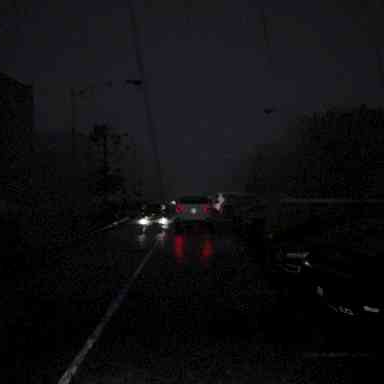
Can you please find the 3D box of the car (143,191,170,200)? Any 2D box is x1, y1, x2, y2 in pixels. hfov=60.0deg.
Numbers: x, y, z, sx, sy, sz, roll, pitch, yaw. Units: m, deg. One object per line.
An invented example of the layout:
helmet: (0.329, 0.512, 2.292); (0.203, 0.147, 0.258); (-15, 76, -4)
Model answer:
car: (-7.667, 0.764, 72.561); (5.566, 2.045, 2.435); (0, 1, 0)

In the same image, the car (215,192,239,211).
car: (4.671, 1.063, 30.915); (5.566, 2.045, 2.435); (0, 0, 0)

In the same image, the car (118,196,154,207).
car: (-7.687, 1.272, 46.095); (4.674, 1.452, 2.002); (0, 0, 0)

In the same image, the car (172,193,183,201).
car: (-3.015, 1.097, 70.025); (2.128, 1.511, 4.902); (0, 1, 0)

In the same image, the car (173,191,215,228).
car: (0.096, 1.106, 21.407); (2.150, 2.045, 5.566); (0, 0, 0)

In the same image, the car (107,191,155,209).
car: (-7.717, 1.011, 40.342); (5.566, 2.045, 2.435); (0, 0, 0)

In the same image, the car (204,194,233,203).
car: (4.632, 1.165, 58.976); (4.892, 1.521, 2.231); (0, 0, 0)

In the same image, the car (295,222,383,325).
car: (4.643, 1.450, 5.773); (4.892, 1.521, 2.231); (0, 0, 0)

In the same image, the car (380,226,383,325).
car: (4.617, 1.338, 2.980); (4.553, 1.767, 2.185); (0, 0, 0)

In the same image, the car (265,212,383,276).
car: (4.654, 1.435, 8.567); (4.892, 1.521, 2.231); (0, 0, 0)

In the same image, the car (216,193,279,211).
car: (4.613, 1.203, 28.121); (4.553, 1.767, 2.185); (0, 0, 0)

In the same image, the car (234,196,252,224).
car: (4.677, 1.263, 16.948); (4.553, 1.767, 2.185); (0, 0, 0)

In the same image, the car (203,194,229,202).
car: (4.643, 1.136, 64.436); (4.892, 1.521, 2.231); (0, 0, 0)

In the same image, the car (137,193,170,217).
car: (-3.103, 1.197, 28.708); (2.097, 1.767, 4.553); (0, 0, 0)

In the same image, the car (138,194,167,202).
car: (-7.508, 1.134, 63.850); (5.366, 1.575, 1.946); (0, 0, 0)

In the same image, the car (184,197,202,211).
car: (0.092, 1.356, 38.651); (1.994, 1.385, 4.181); (0, 0, 0)

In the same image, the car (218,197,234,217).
car: (4.673, 1.373, 25.330); (4.792, 1.488, 2.163); (0, 0, 0)

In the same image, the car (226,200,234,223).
car: (4.644, 1.414, 19.741); (4.674, 1.452, 2.002); (0, 0, 0)

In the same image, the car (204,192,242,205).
car: (4.611, 0.958, 50.469); (5.566, 2.045, 2.435); (0, 0, 0)

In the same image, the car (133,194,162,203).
car: (-7.698, 1.170, 57.847); (4.892, 1.521, 2.231); (0, 0, 0)

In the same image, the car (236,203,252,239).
car: (4.642, 1.403, 14.279); (5.008, 1.535, 2.097); (0, 0, 0)

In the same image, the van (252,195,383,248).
van: (4.531, 1.193, 11.359); (4.442, 1.987, 1.878); (0, 0, 0)

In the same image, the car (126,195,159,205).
car: (-7.720, 1.229, 52.097); (4.792, 1.488, 2.163); (0, 0, 0)

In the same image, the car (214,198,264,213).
car: (4.672, 1.329, 33.709); (4.792, 1.488, 2.163); (0, 0, 0)

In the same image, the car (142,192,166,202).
car: (-7.663, 0.991, 66.791); (4.553, 1.767, 2.185); (0, 0, 0)

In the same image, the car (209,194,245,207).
car: (4.672, 1.113, 45.007); (4.553, 1.767, 2.185); (0, 0, 0)

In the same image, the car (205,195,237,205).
car: (4.633, 1.194, 53.265); (5.008, 1.535, 2.097); (0, 0, 0)

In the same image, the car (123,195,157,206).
car: (-7.687, 1.256, 49.158); (4.674, 1.452, 2.002); (0, 0, 0)

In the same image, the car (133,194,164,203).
car: (-7.878, 1.150, 60.910); (5.366, 1.575, 1.946); (0, 0, 0)

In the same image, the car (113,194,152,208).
car: (-7.657, 1.122, 43.156); (4.553, 1.767, 2.185); (0, 0, 0)

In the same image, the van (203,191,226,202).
van: (4.519, 0.888, 67.228); (4.442, 1.987, 1.878); (0, 1, 0)

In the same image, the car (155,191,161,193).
car: (-7.723, 1.058, 55.034); (4.553, 1.767, 2.185); (0, 0, 0)
